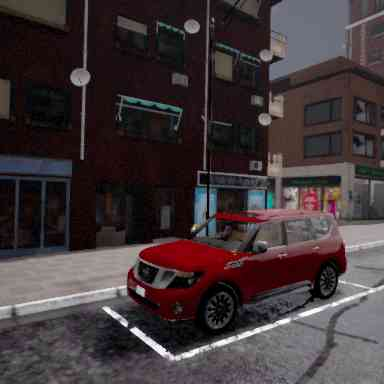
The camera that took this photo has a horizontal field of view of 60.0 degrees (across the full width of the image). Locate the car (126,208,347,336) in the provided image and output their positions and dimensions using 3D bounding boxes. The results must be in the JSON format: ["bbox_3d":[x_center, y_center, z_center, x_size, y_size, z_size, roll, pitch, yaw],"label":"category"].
[{"bbox_3d":[1.210,1.318,6.927,5.009,1.841,2.192,0,2,-35],"label":"car"}]
